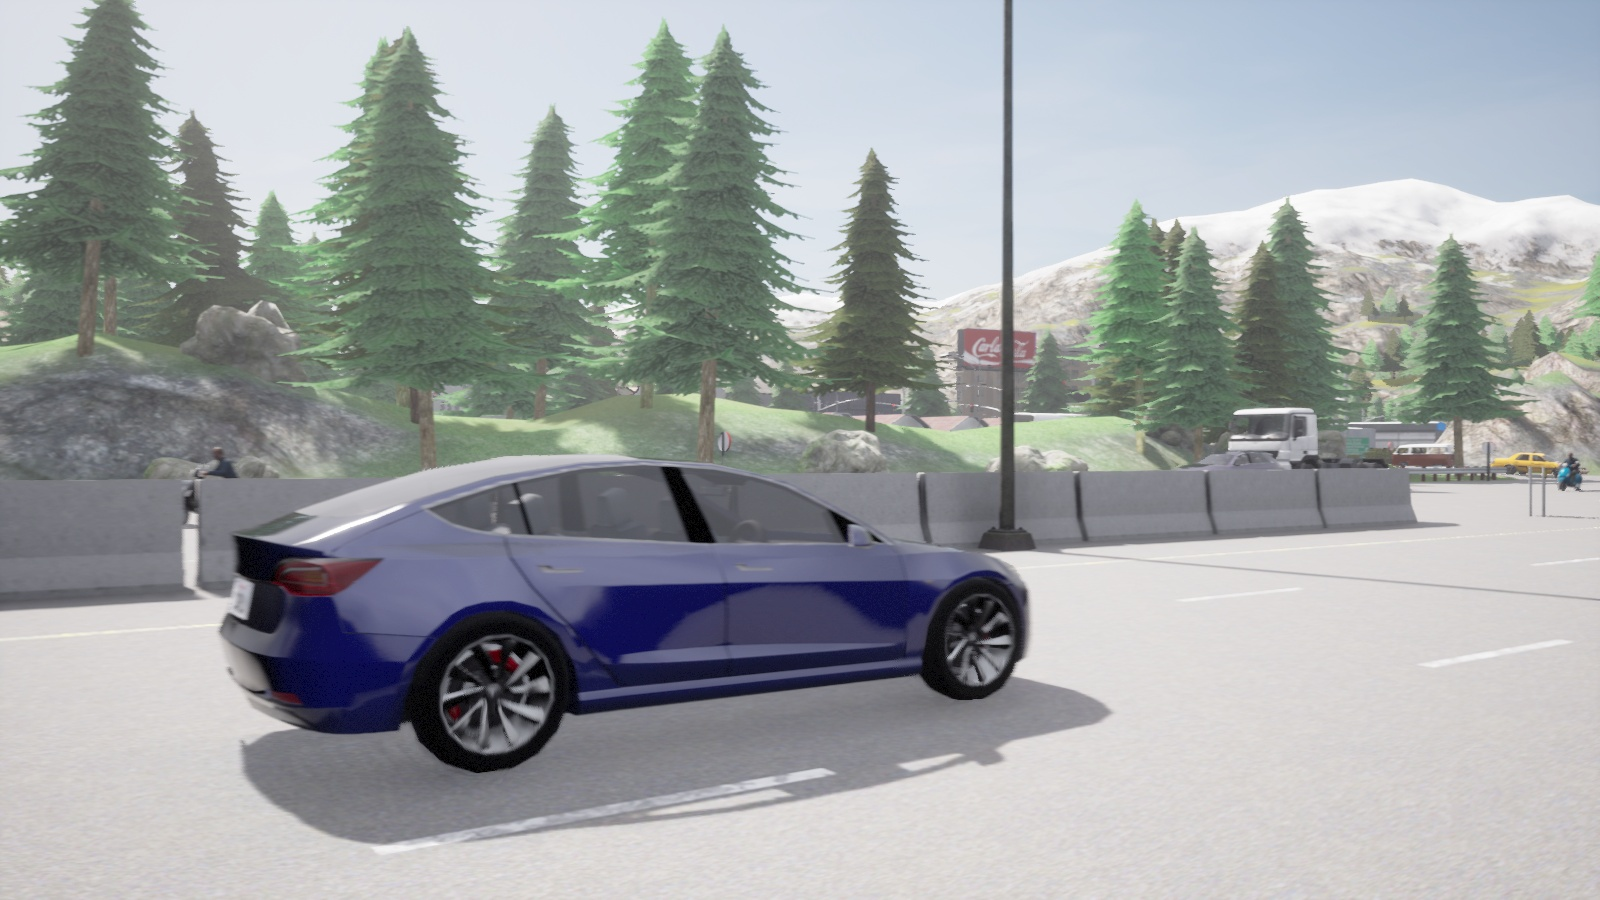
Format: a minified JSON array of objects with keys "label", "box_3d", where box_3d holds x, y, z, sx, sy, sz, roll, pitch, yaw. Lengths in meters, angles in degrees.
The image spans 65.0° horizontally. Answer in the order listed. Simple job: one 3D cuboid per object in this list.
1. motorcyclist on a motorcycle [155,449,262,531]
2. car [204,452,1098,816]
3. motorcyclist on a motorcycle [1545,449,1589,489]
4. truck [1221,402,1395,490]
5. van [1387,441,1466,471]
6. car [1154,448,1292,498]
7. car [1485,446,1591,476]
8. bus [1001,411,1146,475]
[{"label":"motorcyclist on a motorcycle","box_3d":[-11.883,0.785,25.236,1.817,1.590,0.866,0,0,-35]},{"label":"car","box_3d":[-0.710,0.764,7.427,4.792,1.488,2.163,0,0,-35]},{"label":"motorcyclist on a motorcycle","box_3d":[31.026,0.756,50.796,1.817,1.590,0.866,0,0,-35]},{"label":"truck","box_3d":[21.370,-0.154,52.611,7.936,3.462,2.891,0,0,-35]},{"label":"van","box_3d":[43.792,0.394,87.833,2.069,2.038,4.480,0,0,-35]},{"label":"car","box_3d":[14.771,0.750,43.761,4.856,1.649,2.033,0,0,-35]},{"label":"car","box_3d":[46.041,0.650,78.475,1.801,1.575,5.366,0,3,-34]},{"label":"bus","box_3d":[19.205,-0.462,87.868,10.273,4.253,3.944,0,0,-35]}]
